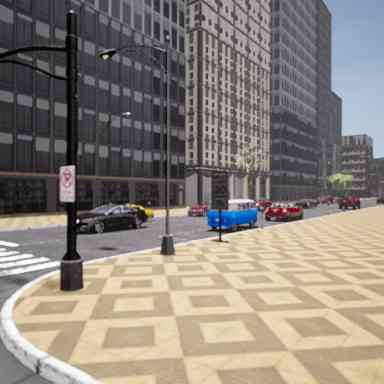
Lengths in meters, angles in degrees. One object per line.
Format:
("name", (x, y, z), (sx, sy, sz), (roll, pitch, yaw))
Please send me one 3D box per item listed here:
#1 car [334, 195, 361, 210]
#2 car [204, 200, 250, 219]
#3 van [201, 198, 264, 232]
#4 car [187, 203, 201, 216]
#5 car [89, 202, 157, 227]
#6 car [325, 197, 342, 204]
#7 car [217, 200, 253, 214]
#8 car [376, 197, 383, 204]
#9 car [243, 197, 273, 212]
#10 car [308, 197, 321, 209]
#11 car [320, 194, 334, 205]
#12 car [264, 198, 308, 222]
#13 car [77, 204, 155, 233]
("car", (21.142, 1.369, 44.544), (2.192, 1.841, 5.009), (0, 0, 38))
("car", (3.276, 1.530, 30.260), (1.837, 1.490, 4.892), (0, 0, 38))
("van", (2.569, 1.368, 20.307), (1.690, 1.788, 3.998), (0, 0, 38))
("car", (1.304, 1.605, 31.745), (1.802, 1.307, 4.206), (0, 0, 38))
("car", (-4.815, 1.541, 24.031), (1.752, 1.417, 4.829), (0, 0, 38))
("car", (28.506, 1.625, 66.975), (2.008, 1.369, 4.403), (0, 0, 38))
("car", (4.704, 1.572, 36.149), (1.887, 1.381, 4.507), (0, 0, 38))
("car", (38.142, 1.659, 66.562), (1.947, 1.339, 4.313), (0, 0, 38))
("car", (8.105, 1.472, 40.553), (1.967, 1.590, 4.097), (0, 0, 38))
("car", (16.091, 1.650, 46.698), (1.895, 1.301, 4.718), (0, 0, 38))
("car", (25.106, 1.382, 62.572), (2.192, 1.841, 5.009), (0, 0, 38))
("car", (7.541, 1.473, 26.928), (1.967, 1.590, 4.097), (0, 0, 38))
("car", (-4.828, 1.508, 19.771), (2.128, 1.511, 4.902), (0, 0, 38))
